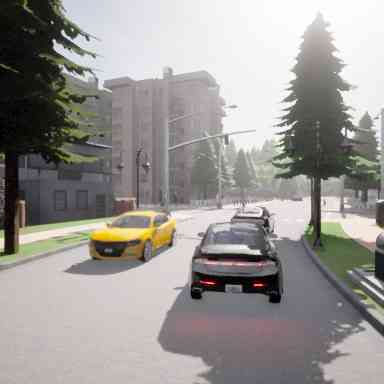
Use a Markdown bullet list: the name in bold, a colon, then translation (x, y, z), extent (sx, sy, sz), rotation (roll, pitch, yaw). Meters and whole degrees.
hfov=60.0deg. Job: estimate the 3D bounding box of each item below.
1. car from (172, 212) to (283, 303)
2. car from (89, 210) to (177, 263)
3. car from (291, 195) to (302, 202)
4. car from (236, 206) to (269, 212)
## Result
- **car**: translation (1.104, 1.492, 8.277), extent (2.128, 1.511, 4.902), rotation (0, 0, 9)
- **car**: translation (-1.943, 1.477, 12.337), extent (1.882, 1.535, 5.008), rotation (0, 0, 13)
- **car**: translation (24.030, 1.512, 76.690), extent (1.882, 1.535, 5.008), rotation (0, 0, 26)
- **car**: translation (3.230, 1.492, 17.384), extent (2.128, 1.511, 4.902), rotation (0, 0, 18)
